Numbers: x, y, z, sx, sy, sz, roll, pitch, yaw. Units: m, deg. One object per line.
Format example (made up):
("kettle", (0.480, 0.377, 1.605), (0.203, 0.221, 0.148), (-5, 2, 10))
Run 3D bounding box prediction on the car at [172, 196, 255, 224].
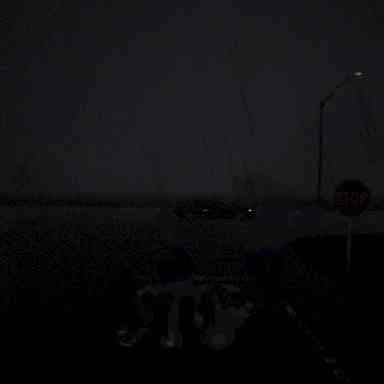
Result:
("car", (1.281, 1.027, 19.853), (4.902, 1.511, 2.128), (0, 2, 0))
